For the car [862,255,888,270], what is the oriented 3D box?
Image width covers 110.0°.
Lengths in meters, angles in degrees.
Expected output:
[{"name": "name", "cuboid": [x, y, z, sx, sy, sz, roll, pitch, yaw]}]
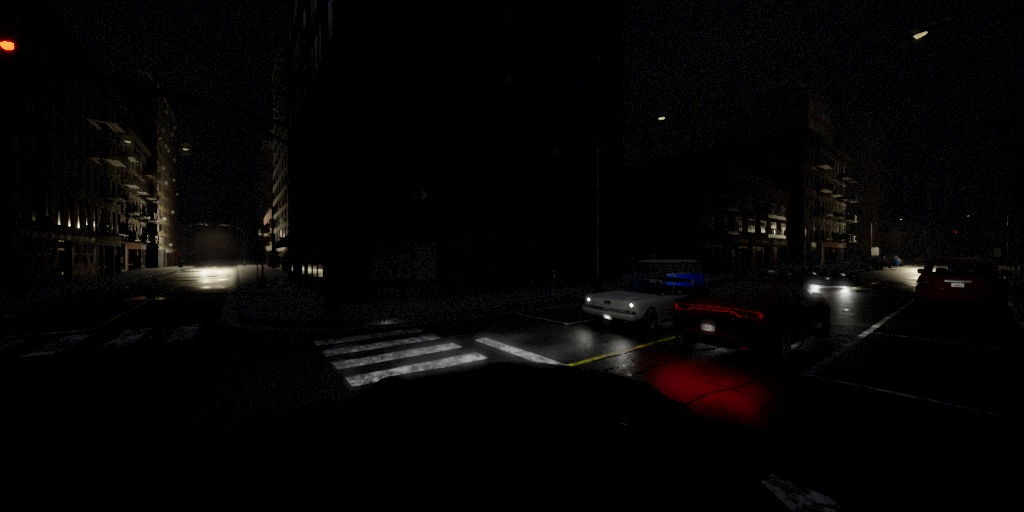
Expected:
[{"name": "car", "cuboid": [45.677, 0.844, 45.732, 5.009, 1.841, 2.192, 0, 0, -37]}]

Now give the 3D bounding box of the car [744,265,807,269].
[{"name": "car", "cuboid": [12.319, 1.285, 16.982, 4.718, 1.301, 1.895, 0, 0, -38]}]

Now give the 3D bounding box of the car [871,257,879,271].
[{"name": "car", "cuboid": [41.384, 1.113, 42.446, 4.313, 1.339, 1.948, 0, 0, -37]}]

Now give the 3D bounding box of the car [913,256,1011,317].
[{"name": "car", "cuboid": [16.263, 1.014, 13.008, 5.009, 1.841, 2.192, 0, 0, -37]}]

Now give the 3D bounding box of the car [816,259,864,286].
[{"name": "car", "cuboid": [22.171, 1.169, 24.505, 4.674, 1.442, 1.812, 0, 0, -38]}]

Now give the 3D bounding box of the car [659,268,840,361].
[{"name": "car", "cuboid": [5.701, 1.205, 8.325, 5.008, 1.535, 1.882, 0, 0, -37]}]

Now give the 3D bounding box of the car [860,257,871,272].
[{"name": "car", "cuboid": [37.091, 1.116, 39.161, 4.403, 1.370, 2.007, 0, 0, -37]}]

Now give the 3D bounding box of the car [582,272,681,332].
[{"name": "car", "cuboid": [4.362, 1.318, 10.885, 4.718, 1.301, 1.895, 0, 0, -35]}]

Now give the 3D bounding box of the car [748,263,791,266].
[{"name": "car", "cuboid": [15.624, 1.222, 22.733, 4.313, 1.339, 1.948, 0, 0, -37]}]

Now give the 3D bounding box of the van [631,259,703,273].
[{"name": "van", "cuboid": [7.038, 1.032, 16.162, 3.998, 1.789, 1.690, 0, 0, -37]}]

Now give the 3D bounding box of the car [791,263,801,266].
[{"name": "car", "cuboid": [19.918, 1.183, 26.019, 4.507, 1.381, 1.888, 0, 0, -37]}]
